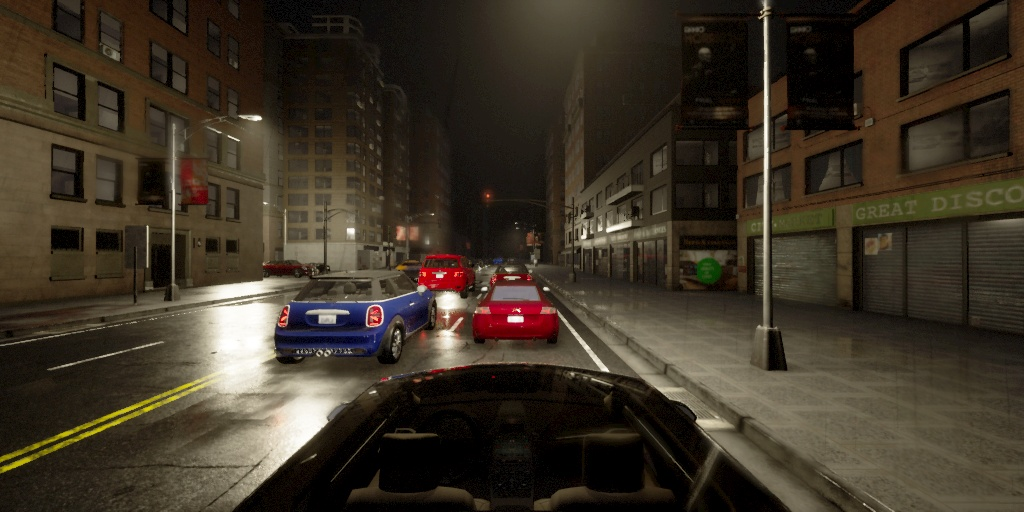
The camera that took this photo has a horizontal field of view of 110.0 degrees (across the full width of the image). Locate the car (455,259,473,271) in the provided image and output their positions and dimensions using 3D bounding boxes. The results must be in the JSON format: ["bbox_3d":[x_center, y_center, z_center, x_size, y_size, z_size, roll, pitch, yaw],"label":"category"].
[{"bbox_3d":[-6.596,1.271,50.115,1.837,1.490,4.892,0,0,0],"label":"car"}]

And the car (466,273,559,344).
[{"bbox_3d":[0.092,1.315,9.633,1.994,1.385,4.181,0,0,0],"label":"car"}]

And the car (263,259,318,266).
[{"bbox_3d":[-20.793,1.102,33.570,4.553,1.767,2.097,0,0,2],"label":"car"}]

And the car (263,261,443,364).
[{"bbox_3d":[-3.147,1.102,8.249,2.097,1.767,4.553,0,0,0],"label":"car"}]

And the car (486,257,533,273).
[{"bbox_3d":[0.000,1.104,18.251,2.097,1.767,4.553,0,0,0],"label":"car"}]

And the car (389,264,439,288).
[{"bbox_3d":[-6.602,1.301,24.854,2.033,1.411,5.357,0,0,0],"label":"car"}]

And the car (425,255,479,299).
[{"bbox_3d":[-3.150,0.974,18.288,2.150,2.045,5.566,0,0,0],"label":"car"}]
